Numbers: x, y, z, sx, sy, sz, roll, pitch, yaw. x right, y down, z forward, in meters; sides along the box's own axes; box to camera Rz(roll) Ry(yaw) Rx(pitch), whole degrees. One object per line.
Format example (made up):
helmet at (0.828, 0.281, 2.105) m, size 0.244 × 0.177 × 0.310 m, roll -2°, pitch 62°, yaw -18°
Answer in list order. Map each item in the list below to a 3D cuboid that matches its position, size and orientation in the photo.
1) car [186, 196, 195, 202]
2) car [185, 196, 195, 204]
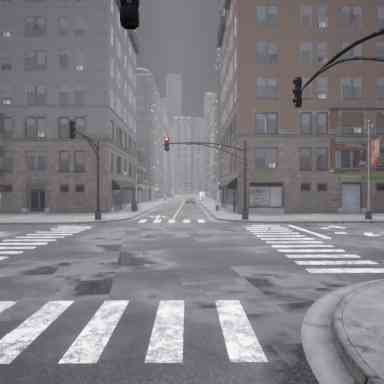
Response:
car at (-0.383, 1.485, 73.761) m, size 1.895 × 1.301 × 4.718 m, roll 0°, pitch 0°, yaw 0°
car at (-0.313, 1.650, 63.756) m, size 1.895 × 1.301 × 4.718 m, roll 0°, pitch 0°, yaw 0°
